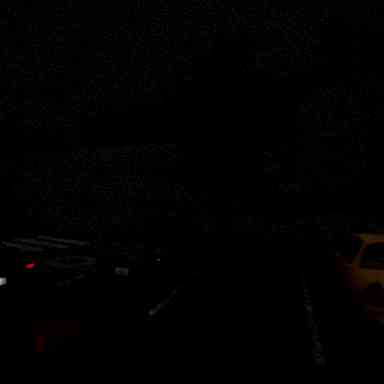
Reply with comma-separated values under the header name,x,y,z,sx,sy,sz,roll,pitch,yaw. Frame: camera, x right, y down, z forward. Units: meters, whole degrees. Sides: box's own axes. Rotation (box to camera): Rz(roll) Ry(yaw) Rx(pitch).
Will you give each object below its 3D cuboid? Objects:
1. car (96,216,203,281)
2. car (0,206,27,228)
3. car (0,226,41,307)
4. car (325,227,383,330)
name,x,y,z,sx,sy,sz,roll,pitch,yaw
car,-1.016,1.505,10.174,2.163,1.488,4.792,1,-1,15
car,-10.792,1.472,17.144,2.163,1.488,4.792,1,-1,15
car,-5.045,1.546,6.974,4.181,1.385,1.994,0,0,35
car,3.922,1.489,6.896,1.946,1.575,5.366,0,-1,16
